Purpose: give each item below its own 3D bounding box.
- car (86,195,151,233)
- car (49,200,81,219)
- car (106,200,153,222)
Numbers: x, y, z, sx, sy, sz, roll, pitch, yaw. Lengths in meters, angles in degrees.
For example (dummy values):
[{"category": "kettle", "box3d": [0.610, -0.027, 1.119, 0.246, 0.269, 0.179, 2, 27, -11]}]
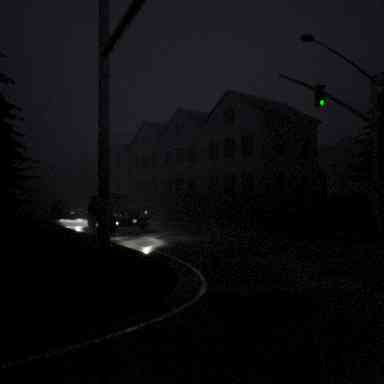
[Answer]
[{"category": "car", "box3d": [-4.654, 1.219, 20.149, 2.150, 2.045, 5.566, 0, 0, -35]}, {"category": "car", "box3d": [-11.390, 1.493, 29.790, 2.128, 1.511, 4.902, 0, 0, -35]}, {"category": "car", "box3d": [-5.187, 1.478, 27.176, 1.882, 1.535, 5.008, 0, 0, -35]}]
